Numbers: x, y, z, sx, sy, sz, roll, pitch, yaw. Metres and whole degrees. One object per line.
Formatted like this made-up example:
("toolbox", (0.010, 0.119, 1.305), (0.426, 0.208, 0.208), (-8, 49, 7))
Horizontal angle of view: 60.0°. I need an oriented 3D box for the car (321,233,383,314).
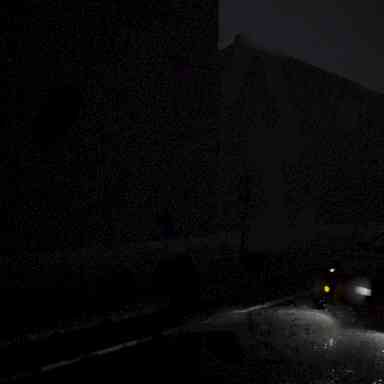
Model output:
("car", (4.618, 1.553, 6.973), (4.181, 1.385, 1.994), (0, 0, -35))
